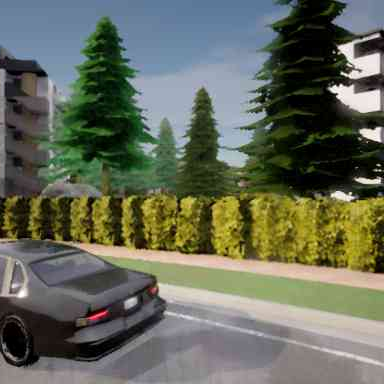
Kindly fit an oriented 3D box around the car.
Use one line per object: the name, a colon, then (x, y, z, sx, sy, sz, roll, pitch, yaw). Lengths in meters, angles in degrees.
car: (-3.053, 1.566, 5.670, 5.357, 1.411, 2.033, 0, 0, 27)
